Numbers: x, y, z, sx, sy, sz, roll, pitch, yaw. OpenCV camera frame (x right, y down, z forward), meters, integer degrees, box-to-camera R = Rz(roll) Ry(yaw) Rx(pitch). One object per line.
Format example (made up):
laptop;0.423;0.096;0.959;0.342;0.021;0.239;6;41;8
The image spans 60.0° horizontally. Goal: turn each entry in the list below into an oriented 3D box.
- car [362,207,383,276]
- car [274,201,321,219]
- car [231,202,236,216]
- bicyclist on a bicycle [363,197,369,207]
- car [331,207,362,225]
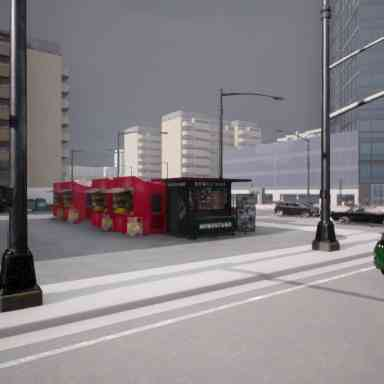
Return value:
car;7.178;1.221;8.746;5.566;2.045;2.150;0;0;-32
car;9.986;1.650;31.277;1.837;1.490;4.892;0;-1;-36
car;3.468;1.701;34.297;1.882;1.535;5.008;0;-1;-36
bicyclist on a bicycle;22.232;1.466;42.453;1.656;1.620;0.582;0;0;-36
car;12.061;1.662;22.455;1.895;1.301;4.718;0;0;-36
